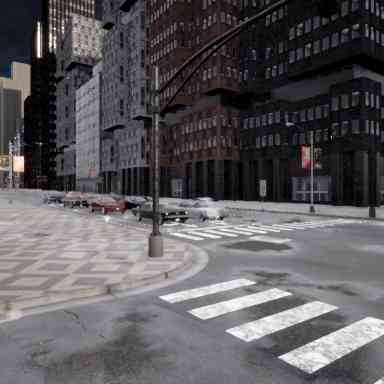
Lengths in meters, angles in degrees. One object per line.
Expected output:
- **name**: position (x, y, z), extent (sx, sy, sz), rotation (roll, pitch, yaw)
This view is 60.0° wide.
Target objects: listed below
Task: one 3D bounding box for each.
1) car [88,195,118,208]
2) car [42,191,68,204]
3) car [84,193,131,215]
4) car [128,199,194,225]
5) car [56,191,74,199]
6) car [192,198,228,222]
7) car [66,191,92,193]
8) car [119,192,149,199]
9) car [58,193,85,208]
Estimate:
- **car**: position (-10.547, 1.082, 39.344), extent (1.895, 1.301, 4.718), rotation (0, 1, -36)
- **car**: position (-19.351, 0.875, 46.079), extent (2.033, 1.411, 5.357), rotation (0, 1, -35)
- **car**: position (-7.650, 1.100, 29.746), extent (1.882, 1.535, 5.008), rotation (0, 1, -36)
- **car**: position (-2.167, 1.356, 22.126), extent (1.895, 1.301, 4.718), rotation (0, 1, -36)
- **car**: position (-25.005, 0.571, 65.333), extent (2.033, 1.411, 5.357), rotation (0, 1, -36)
- **car**: position (0.429, 1.350, 24.082), extent (1.895, 1.301, 4.718), rotation (0, 1, -36)
- **car**: position (-16.506, 0.681, 47.683), extent (2.097, 1.767, 4.553), rotation (0, 1, -36)
- **car**: position (-5.056, 1.095, 31.707), extent (1.882, 1.535, 5.008), rotation (0, 1, -36)
- **car**: position (-13.128, 1.088, 37.369), extent (1.895, 1.301, 4.718), rotation (0, 1, -36)
